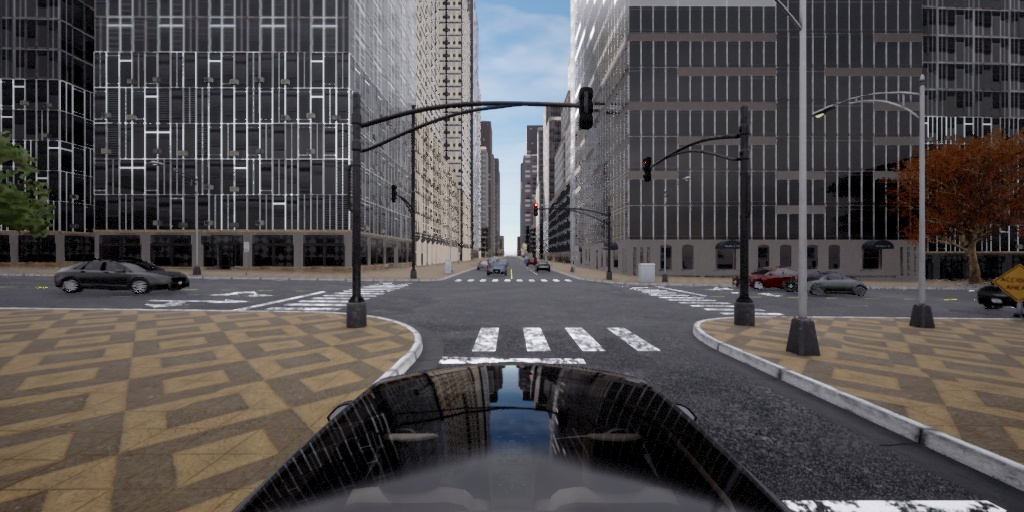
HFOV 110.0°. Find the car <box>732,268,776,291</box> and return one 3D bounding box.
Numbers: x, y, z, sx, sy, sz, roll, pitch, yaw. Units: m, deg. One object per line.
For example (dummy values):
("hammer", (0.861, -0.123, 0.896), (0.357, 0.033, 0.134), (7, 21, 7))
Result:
("car", (18.013, 1.575, 24.948), (5.008, 1.535, 1.882), (1, 0, -3))

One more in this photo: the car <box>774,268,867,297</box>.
("car", (18.814, 1.677, 21.733), (4.181, 1.385, 1.994), (1, 0, -3))

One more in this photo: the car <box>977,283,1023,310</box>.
("car", (22.807, 1.692, 15.201), (4.892, 1.490, 1.837), (1, 0, -3))

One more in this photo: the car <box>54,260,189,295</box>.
("car", (-17.854, 0.951, 16.559), (4.892, 1.490, 1.837), (1, 0, -3))

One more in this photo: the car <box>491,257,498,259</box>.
("car", (-1.573, 1.260, 49.905), (1.837, 1.490, 4.892), (0, 2, 0))

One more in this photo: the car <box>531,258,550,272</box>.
("car", (3.903, 1.328, 45.995), (1.948, 1.339, 4.313), (0, 0, 0))

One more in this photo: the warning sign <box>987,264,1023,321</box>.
("warning sign", (17.269, 1.204, 12.200), (1.060, 1.860, 1.300), (0, 0, -3))

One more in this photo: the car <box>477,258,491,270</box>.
("car", (-4.053, 1.342, 51.484), (1.802, 1.307, 4.207), (0, 0, 0))

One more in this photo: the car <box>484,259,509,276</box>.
("car", (-1.516, 1.330, 37.060), (1.994, 1.385, 4.181), (0, 0, 0))
